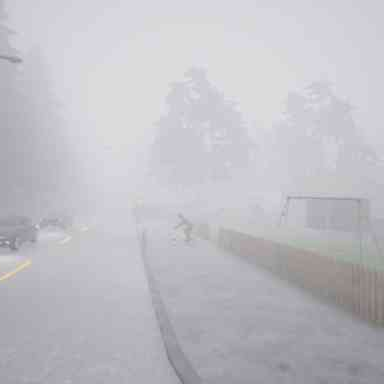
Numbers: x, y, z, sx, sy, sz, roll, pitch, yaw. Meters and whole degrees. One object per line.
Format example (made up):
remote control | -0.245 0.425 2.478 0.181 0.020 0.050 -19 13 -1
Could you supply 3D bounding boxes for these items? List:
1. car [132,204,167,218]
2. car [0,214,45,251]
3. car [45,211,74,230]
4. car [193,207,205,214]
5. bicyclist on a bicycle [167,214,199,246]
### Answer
car | -6.179 2.802 49.322 5.566 2.045 2.150 3 -3 -39
car | -8.749 1.818 15.788 1.837 1.490 4.892 2 -2 -11
car | -10.797 2.237 26.595 1.895 1.301 4.718 2 -2 -11
car | 1.356 3.809 69.058 1.994 1.381 4.181 2 -2 -11
bicyclist on a bicycle | -0.444 1.957 17.057 1.656 1.620 0.582 2 -2 -11
